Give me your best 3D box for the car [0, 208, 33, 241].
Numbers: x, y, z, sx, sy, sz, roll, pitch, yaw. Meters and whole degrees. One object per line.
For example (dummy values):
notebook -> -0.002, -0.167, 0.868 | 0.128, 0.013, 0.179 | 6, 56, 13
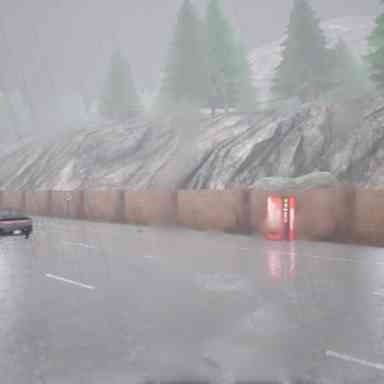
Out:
car -> -9.342, 1.491, 15.652 | 4.902, 1.511, 2.128 | 0, 0, 38

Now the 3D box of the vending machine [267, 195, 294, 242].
vending machine -> 4.200, 1.195, 15.695 | 0.880, 2.100, 1.100 | 0, 0, 37
